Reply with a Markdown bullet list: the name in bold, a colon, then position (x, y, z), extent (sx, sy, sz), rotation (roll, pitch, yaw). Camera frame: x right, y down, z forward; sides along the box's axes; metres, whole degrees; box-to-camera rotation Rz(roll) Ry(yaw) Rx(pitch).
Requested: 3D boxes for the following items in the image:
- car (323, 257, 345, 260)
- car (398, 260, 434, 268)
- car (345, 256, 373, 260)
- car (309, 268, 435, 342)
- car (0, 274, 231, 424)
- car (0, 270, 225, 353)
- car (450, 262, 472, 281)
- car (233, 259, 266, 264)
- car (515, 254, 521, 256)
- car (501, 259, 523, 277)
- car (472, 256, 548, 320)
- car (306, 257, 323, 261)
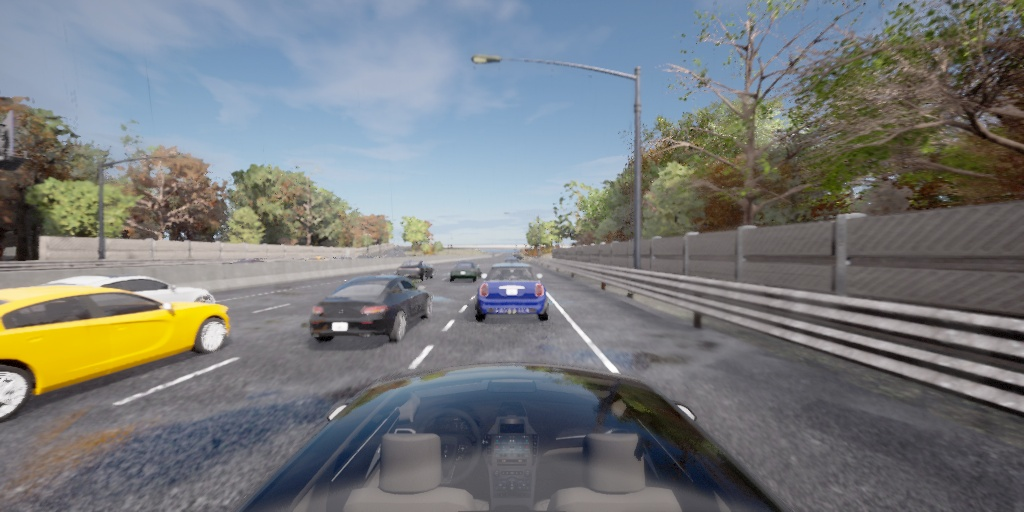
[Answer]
- **car**: position (-24.573, 0.873, 51.727), extent (2.128, 1.511, 4.902), rotation (0, 0, 1)
- **car**: position (-6.915, 1.050, 26.142), extent (2.128, 1.511, 4.902), rotation (0, 0, 0)
- **car**: position (-21.087, 0.742, 50.656), extent (2.097, 1.767, 4.553), rotation (0, 0, 0)
- **car**: position (-3.406, 1.214, 9.395), extent (1.812, 1.442, 4.674), rotation (0, 0, 0)
- **car**: position (-6.900, 1.194, 5.557), extent (1.882, 1.535, 5.008), rotation (0, 0, 0)
- **car**: position (-10.407, 1.209, 9.513), extent (1.812, 1.442, 4.674), rotation (0, 0, 0)
- **car**: position (-3.414, 1.118, 26.971), extent (1.994, 1.385, 4.181), rotation (0, 0, 0)
- **car**: position (-31.584, 0.993, 43.238), extent (1.994, 1.385, 4.181), rotation (0, 0, 0)
- **car**: position (-0.033, 0.865, 53.158), extent (1.882, 1.535, 5.008), rotation (0, 0, 0)
- **car**: position (-0.021, 1.022, 32.515), extent (1.837, 1.490, 4.892), rotation (0, 0, 0)
- **car**: position (-0.008, 1.019, 12.300), extent (2.097, 1.767, 4.553), rotation (0, 0, 0)
- **car**: position (-28.070, 0.859, 51.520), extent (1.882, 1.535, 5.008), rotation (0, 0, 1)
